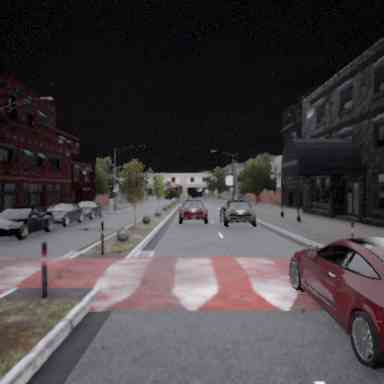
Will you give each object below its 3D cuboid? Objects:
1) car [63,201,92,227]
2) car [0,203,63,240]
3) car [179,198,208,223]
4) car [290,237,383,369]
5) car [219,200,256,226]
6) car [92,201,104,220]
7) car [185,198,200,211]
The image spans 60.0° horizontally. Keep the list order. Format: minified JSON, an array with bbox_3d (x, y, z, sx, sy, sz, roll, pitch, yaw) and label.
[{"bbox_3d":[-8.971,1.508,23.042,2.231,1.521,4.892,0,0,0],"label":"car"},{"bbox_3d":[-8.950,1.534,17.484,2.163,1.488,4.792,0,0,0],"label":"car"},{"bbox_3d":[0.103,1.364,25.782,2.097,1.767,4.553,0,0,0],"label":"car"},{"bbox_3d":[3.097,1.486,5.566,1.812,1.442,4.674,0,2,0],"label":"car"},{"bbox_3d":[3.102,1.360,23.344,2.097,1.767,4.553,0,0,0],"label":"car"},{"bbox_3d":[-8.992,1.509,28.689,2.231,1.521,4.892,0,0,0],"label":"car"},{"bbox_3d":[0.105,1.509,42.854,1.837,1.490,4.892,0,0,0],"label":"car"}]
